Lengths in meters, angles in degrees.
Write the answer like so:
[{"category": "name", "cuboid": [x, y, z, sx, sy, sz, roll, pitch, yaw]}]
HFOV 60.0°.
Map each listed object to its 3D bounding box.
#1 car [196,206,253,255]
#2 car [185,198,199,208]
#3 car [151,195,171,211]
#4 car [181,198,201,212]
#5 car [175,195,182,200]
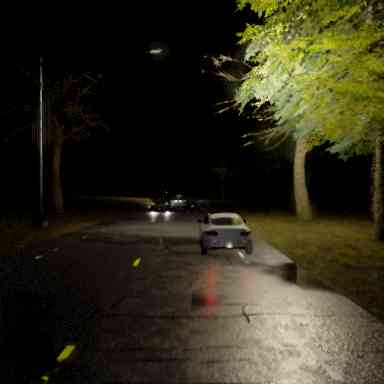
[{"category": "car", "cuboid": [1.223, 1.508, 13.153, 1.812, 1.442, 4.674, 0, 0, 0]}, {"category": "car", "cuboid": [0.000, 1.539, 48.932, 1.895, 1.301, 4.718, 0, 0, 0]}, {"category": "car", "cuboid": [-3.597, 1.301, 39.038, 2.097, 1.767, 4.553, 0, 0, 0]}, {"category": "car", "cuboid": [0.056, 1.514, 38.278, 1.994, 1.385, 4.181, 0, 0, 0]}, {"category": "car", "cuboid": [-3.529, 1.422, 88.159, 2.128, 1.511, 4.902, 0, 0, 0]}]
